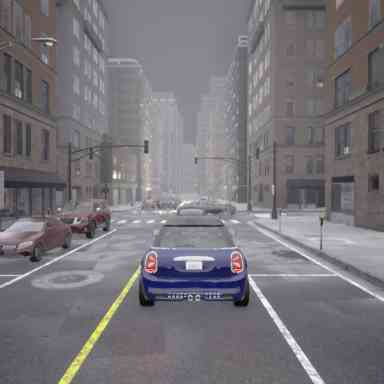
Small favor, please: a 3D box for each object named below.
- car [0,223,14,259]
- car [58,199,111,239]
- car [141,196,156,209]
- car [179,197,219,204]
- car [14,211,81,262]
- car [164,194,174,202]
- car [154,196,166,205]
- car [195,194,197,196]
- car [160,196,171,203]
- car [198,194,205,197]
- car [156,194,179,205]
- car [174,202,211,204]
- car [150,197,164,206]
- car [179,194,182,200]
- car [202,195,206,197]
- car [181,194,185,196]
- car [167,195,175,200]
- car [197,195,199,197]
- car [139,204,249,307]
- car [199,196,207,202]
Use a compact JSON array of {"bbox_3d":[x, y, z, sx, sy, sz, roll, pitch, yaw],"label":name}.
[{"bbox_3d":[-5.686,1.550,6.404,2.008,1.369,4.403,-1,0,0],"label":"car"},{"bbox_3d":[-5.708,1.315,17.570,2.192,1.841,5.009,-1,0,0],"label":"car"},{"bbox_3d":[-5.752,1.601,44.570,1.802,1.307,4.206,-1,0,0],"label":"car"},{"bbox_3d":[1.555,1.494,29.926,4.902,1.511,2.128,0,1,0],"label":"car"},{"bbox_3d":[-5.695,1.581,11.987,1.802,1.307,4.206,-1,0,0],"label":"car"},{"bbox_3d":[-5.824,1.400,83.525,2.192,1.841,5.009,-1,0,0],"label":"car"},{"bbox_3d":[-5.782,1.566,61.094,1.752,1.417,4.829,-1,0,0],"label":"car"},{"bbox_3d":[2.692,1.411,89.120,2.192,1.841,5.009,-1,0,0],"label":"car"},{"bbox_3d":[-5.801,1.612,72.394,2.008,1.369,4.403,-1,0,0],"label":"car"},{"bbox_3d":[2.734,1.595,66.865,1.887,1.381,4.507,-1,0,0],"label":"car"},{"bbox_3d":[-3.173,1.370,43.971,2.097,1.767,4.553,0,0,0],"label":"car"},{"bbox_3d":[-0.014,1.505,17.331,1.837,1.490,4.892,0,0,0],"label":"car"},{"bbox_3d":[-5.772,1.578,55.700,1.887,1.381,4.507,-1,0,0],"label":"car"},{"bbox_3d":[-3.183,1.523,54.303,2.128,1.511,4.902,0,0,0],"label":"car"},{"bbox_3d":[2.762,1.551,50.346,1.752,1.417,4.829,-1,0,0],"label":"car"},{"bbox_3d":[-3.137,1.600,67.374,2.033,1.411,5.357,0,0,1],"label":"car"},{"bbox_3d":[-5.841,1.547,94.655,1.967,1.590,4.097,-1,0,0],"label":"car"},{"bbox_3d":[2.723,1.501,72.429,1.967,1.590,4.097,-1,0,0],"label":"car"},{"bbox_3d":[0.049,1.351,8.153,2.097,1.767,4.553,0,0,0],"label":"car"},{"bbox_3d":[2.705,1.635,83.556,2.008,1.369,4.403,-1,0,0],"label":"car"}]
